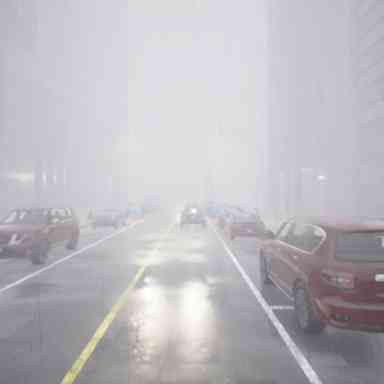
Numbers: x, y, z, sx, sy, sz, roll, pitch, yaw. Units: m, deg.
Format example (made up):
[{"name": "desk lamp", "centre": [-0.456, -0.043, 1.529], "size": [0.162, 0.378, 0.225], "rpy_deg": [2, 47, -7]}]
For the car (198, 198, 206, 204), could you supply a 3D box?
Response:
[{"name": "car", "centre": [2.638, 2.435, 90.962], "size": [1.967, 1.590, 4.097], "rpy_deg": [0, -1, 0]}]

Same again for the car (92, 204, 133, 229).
[{"name": "car", "centre": [-5.795, 1.800, 23.635], "size": [2.008, 1.369, 4.403], "rpy_deg": [0, -1, 0]}]

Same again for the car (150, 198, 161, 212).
[{"name": "car", "centre": [-5.825, 1.927, 46.073], "size": [1.967, 1.590, 4.097], "rpy_deg": [0, -1, 0]}]

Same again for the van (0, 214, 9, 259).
[{"name": "van", "centre": [-5.772, 1.414, 6.810], "size": [1.690, 1.788, 3.998], "rpy_deg": [0, -1, 0]}]

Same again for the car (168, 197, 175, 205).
[{"name": "car", "centre": [-5.871, 2.431, 79.726], "size": [1.947, 1.339, 4.313], "rpy_deg": [0, -1, 0]}]

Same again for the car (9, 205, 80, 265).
[{"name": "car", "centre": [-5.779, 1.446, 12.419], "size": [2.192, 1.841, 5.009], "rpy_deg": [0, -1, 0]}]

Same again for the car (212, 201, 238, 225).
[{"name": "car", "centre": [2.730, 1.690, 23.657], "size": [1.967, 1.590, 4.097], "rpy_deg": [0, -1, 0]}]

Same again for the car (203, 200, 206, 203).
[{"name": "car", "centre": [2.708, 1.972, 40.483], "size": [1.887, 1.381, 4.507], "rpy_deg": [0, -1, 0]}]

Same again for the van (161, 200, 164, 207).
[{"name": "van", "centre": [-5.833, 1.887, 51.684], "size": [1.690, 1.788, 3.998], "rpy_deg": [0, -1, 0]}]

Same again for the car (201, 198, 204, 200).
[{"name": "car", "centre": [2.692, 2.073, 51.871], "size": [1.752, 1.417, 4.829], "rpy_deg": [0, -1, 0]}]

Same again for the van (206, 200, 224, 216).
[{"name": "van", "centre": [2.715, 1.709, 34.876], "size": [1.690, 1.788, 3.998], "rpy_deg": [0, -1, 0]}]

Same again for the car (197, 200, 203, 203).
[{"name": "car", "centre": [0.044, 2.001, 41.421], "size": [1.994, 1.385, 4.181], "rpy_deg": [0, -1, 0]}]

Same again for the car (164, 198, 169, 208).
[{"name": "car", "centre": [-5.848, 2.193, 62.729], "size": [1.752, 1.417, 4.829], "rpy_deg": [0, -1, 0]}]

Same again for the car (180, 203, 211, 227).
[{"name": "car", "centre": [0.067, 1.810, 24.962], "size": [2.033, 1.411, 5.357], "rpy_deg": [0, -1, 0]}]

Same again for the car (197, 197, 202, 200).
[{"name": "car", "centre": [2.654, 2.416, 79.743], "size": [2.008, 1.369, 4.403], "rpy_deg": [0, -1, 0]}]

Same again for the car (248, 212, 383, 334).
[{"name": "car", "centre": [2.753, 1.388, 6.832], "size": [2.192, 1.841, 5.009], "rpy_deg": [0, -1, 0]}]

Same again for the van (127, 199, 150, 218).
[{"name": "van", "centre": [-5.810, 1.709, 34.856], "size": [1.690, 1.788, 3.998], "rpy_deg": [0, -1, 0]}]

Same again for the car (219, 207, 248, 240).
[{"name": "car", "centre": [2.738, 1.735, 18.047], "size": [1.887, 1.381, 4.507], "rpy_deg": [0, -1, 0]}]

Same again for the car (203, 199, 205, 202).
[{"name": "car", "centre": [2.700, 2.053, 46.091], "size": [1.947, 1.339, 4.313], "rpy_deg": [0, -1, 0]}]

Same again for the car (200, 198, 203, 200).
[{"name": "car", "centre": [2.684, 2.134, 57.480], "size": [1.752, 1.417, 4.829], "rpy_deg": [0, -1, 0]}]
